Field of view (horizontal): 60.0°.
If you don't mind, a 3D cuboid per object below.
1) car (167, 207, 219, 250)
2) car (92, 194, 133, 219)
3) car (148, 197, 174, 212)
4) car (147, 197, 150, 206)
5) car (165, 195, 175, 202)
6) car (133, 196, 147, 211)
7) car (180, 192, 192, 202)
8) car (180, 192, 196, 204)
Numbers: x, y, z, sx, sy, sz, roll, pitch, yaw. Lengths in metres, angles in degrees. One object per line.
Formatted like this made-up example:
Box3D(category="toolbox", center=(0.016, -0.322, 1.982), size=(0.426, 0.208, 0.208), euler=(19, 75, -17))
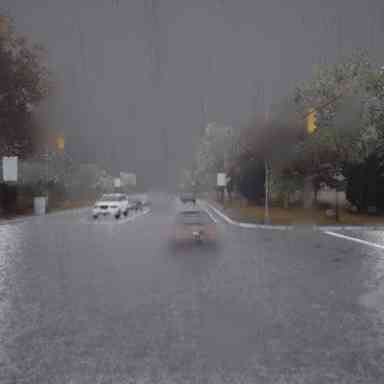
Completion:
Box3D(category="car", center=(0.102, 1.539, 14.271), size=(2.033, 1.411, 5.357), euler=(0, 0, 0))
Box3D(category="car", center=(-7.091, 1.205, 29.535), size=(2.150, 2.045, 5.566), euler=(0, 0, 0))
Box3D(category="car", center=(-3.406, 1.536, 37.709), size=(1.994, 1.385, 4.181), euler=(0, 0, 0))
Box3D(category="car", center=(-7.119, 1.421, 50.094), size=(2.128, 1.511, 4.902), euler=(0, 0, -1))
Box3D(category="car", center=(-4.724, 1.319, 70.299), size=(2.128, 1.511, 4.902), euler=(0, 0, -7))
Box3D(category="car", center=(-7.050, 1.460, 39.706), size=(2.128, 1.511, 4.902), euler=(0, 0, 0))
Box3D(category="car", center=(-1.329, 1.012, 71.499), size=(2.150, 2.045, 5.566), euler=(0, 0, -7))
Box3D(category="car", center=(-0.523, 1.083, 61.164), size=(2.150, 2.045, 5.566), euler=(0, 0, -4))
